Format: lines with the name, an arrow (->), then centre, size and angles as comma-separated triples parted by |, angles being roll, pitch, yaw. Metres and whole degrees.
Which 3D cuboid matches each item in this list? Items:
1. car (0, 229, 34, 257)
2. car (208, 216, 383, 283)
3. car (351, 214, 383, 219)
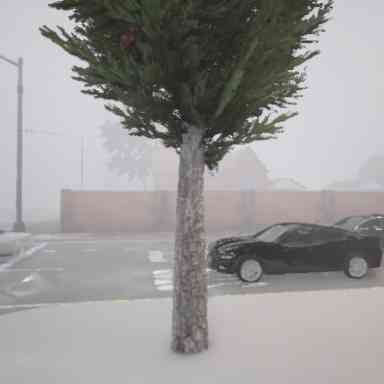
car -> -8.194, 1.739, 11.409 | 4.718, 1.301, 1.895 | 0, -1, -10
car -> 2.959, 1.612, 9.766 | 5.008, 1.535, 1.882 | 0, -1, -10
car -> 7.300, 1.701, 14.056 | 4.892, 1.490, 1.837 | 0, -1, -10
